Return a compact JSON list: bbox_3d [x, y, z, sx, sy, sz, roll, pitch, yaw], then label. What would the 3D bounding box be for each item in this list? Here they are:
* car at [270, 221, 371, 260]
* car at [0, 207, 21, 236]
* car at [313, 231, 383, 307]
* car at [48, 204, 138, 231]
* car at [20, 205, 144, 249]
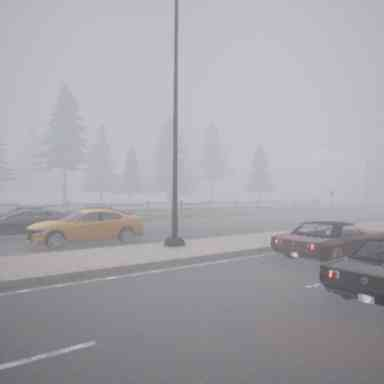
[{"bbox_3d":[5.006,1.683,11.697,4.718,1.301,1.895,1,0,-36],"label":"car"},{"bbox_3d":[-8.379,1.510,16.460,4.902,1.511,2.128,1,0,-36],"label":"car"},{"bbox_3d":[4.953,1.664,7.323,4.718,1.301,1.895,1,0,-36],"label":"car"},{"bbox_3d":[-6.489,1.603,22.123,5.357,1.411,2.033,1,0,-36],"label":"car"},{"bbox_3d":[-4.615,1.513,14.854,5.008,1.535,1.882,1,0,-36],"label":"car"}]
